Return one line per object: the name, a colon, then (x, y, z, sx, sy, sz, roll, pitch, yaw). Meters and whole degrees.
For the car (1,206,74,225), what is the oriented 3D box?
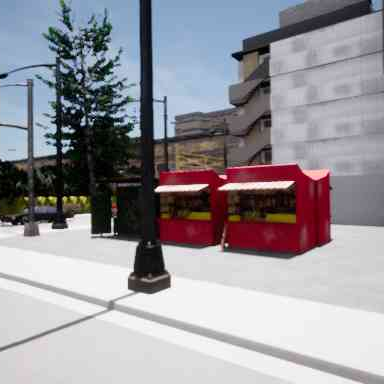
car: (-12.206, 1.824, 26.769, 2.033, 1.411, 5.357, -1, -1, 36)

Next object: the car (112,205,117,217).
car: (-6.677, 1.627, 34.417, 2.097, 1.767, 4.553, -1, -1, 36)
